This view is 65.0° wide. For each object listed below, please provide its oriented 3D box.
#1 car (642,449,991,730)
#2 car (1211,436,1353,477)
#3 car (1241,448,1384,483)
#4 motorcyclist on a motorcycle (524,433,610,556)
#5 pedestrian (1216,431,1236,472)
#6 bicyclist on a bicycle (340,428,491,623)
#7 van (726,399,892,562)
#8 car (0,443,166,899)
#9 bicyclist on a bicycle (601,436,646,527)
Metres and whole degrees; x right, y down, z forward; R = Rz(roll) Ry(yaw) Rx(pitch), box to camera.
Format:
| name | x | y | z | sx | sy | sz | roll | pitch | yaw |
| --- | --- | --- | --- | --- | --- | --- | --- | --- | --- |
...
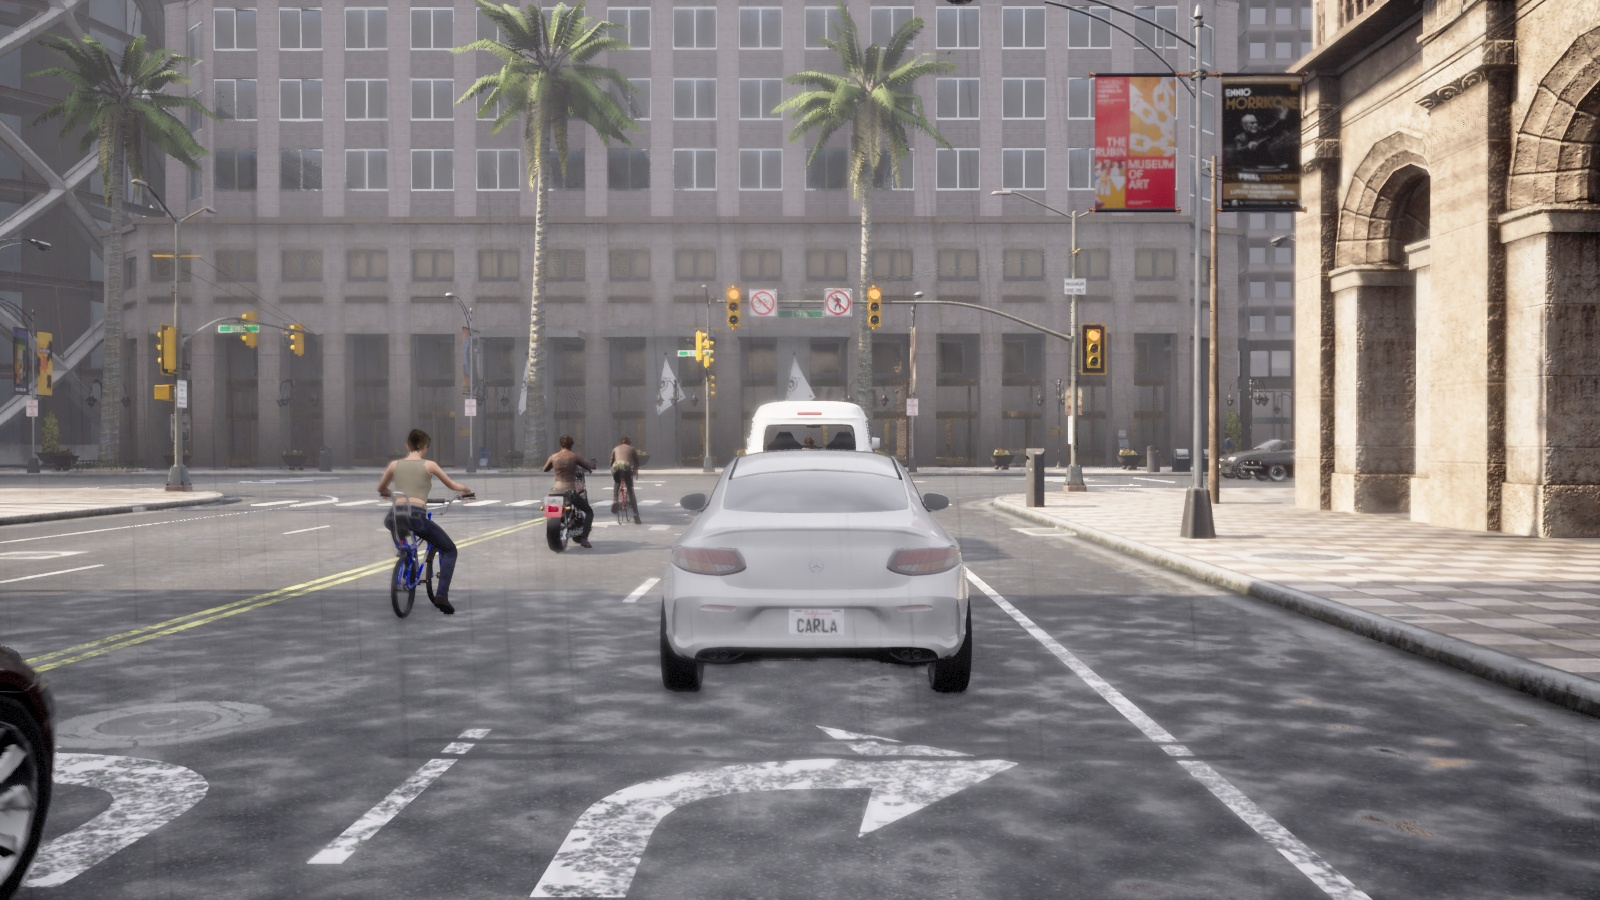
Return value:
| name | x | y | z | sx | sy | sz | roll | pitch | yaw |
| --- | --- | --- | --- | --- | --- | --- | --- | --- | --- |
| car | 0.104 | 0.722 | 8.867 | 1.812 | 1.442 | 4.674 | 0 | 0 | 0 |
| car | 19.711 | 0.250 | 51.521 | 5.027 | 1.651 | 2.152 | 0 | 0 | 1 |
| car | 19.545 | 0.591 | 48.045 | 4.718 | 1.301 | 1.895 | 0 | 0 | 1 |
| motorcyclist on a motorcycle | -3.299 | 0.593 | 17.981 | 0.766 | 1.649 | 2.350 | 0 | 0 | 1 |
| pedestrian | 20.278 | 0.082 | 59.748 | 0.788 | 1.949 | 0.423 | 0 | 0 | -6 |
| bicyclist on a bicycle | -3.366 | 0.617 | 11.144 | 0.866 | 1.612 | 1.509 | 0 | 0 | 0 |
| van | 0.170 | 0.369 | 17.908 | 2.069 | 2.038 | 4.480 | 0 | 0 | 1 |
| car | -3.464 | 0.731 | 2.292 | 2.163 | 1.488 | 4.792 | 0 | 0 | 0 |
| bicyclist on a bicycle | -3.256 | 0.565 | 23.313 | 0.582 | 1.620 | 1.656 | 0 | 0 | 1 |
